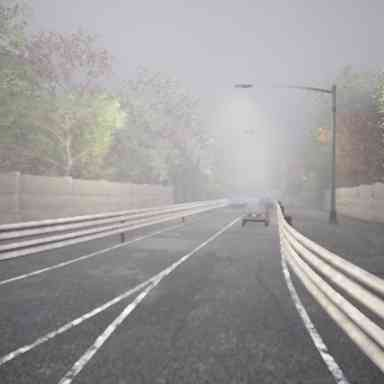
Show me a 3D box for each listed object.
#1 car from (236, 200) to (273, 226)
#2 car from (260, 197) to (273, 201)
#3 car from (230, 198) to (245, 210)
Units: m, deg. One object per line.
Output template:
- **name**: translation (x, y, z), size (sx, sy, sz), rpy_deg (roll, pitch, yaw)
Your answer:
- **car**: translation (4.672, 1.599, 24.147), size (2.033, 1.411, 5.357), rpy_deg (1, 0, 14)
- **car**: translation (10.647, 1.509, 48.313), size (2.097, 1.767, 4.553), rpy_deg (1, 0, 14)
- **car**: translation (6.325, 1.566, 45.093), size (1.882, 1.535, 5.008), rpy_deg (1, 0, 14)
